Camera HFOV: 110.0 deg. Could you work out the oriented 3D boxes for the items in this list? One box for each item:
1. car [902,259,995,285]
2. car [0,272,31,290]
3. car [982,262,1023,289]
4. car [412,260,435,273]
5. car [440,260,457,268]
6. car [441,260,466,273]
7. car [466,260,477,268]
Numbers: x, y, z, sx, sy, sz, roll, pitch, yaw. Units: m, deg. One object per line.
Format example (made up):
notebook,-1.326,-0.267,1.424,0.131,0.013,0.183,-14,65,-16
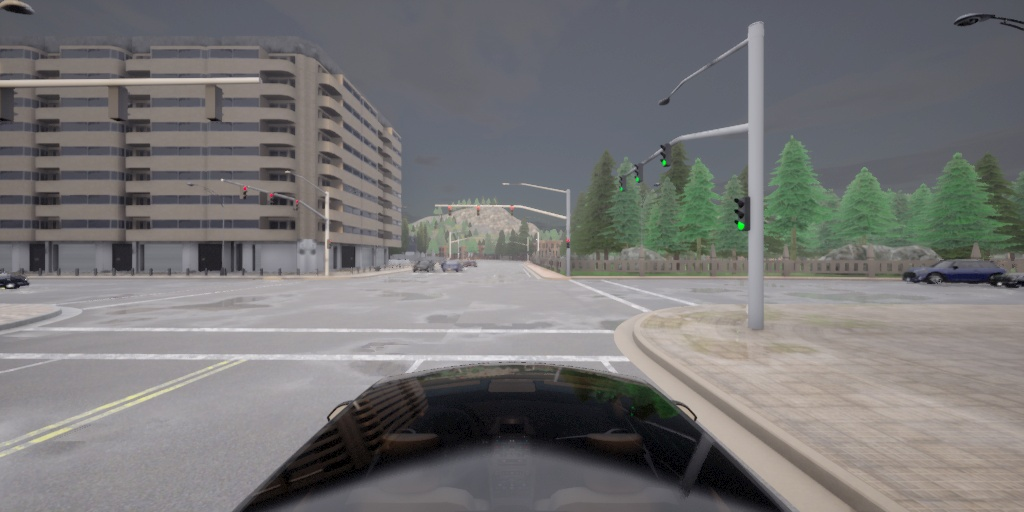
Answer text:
car,29.477,1.045,24.013,4.553,1.767,2.097,0,0,19
car,-30.065,1.240,19.623,5.357,1.411,2.033,0,0,0
car,30.984,1.240,19.981,5.357,1.411,2.033,0,0,22
car,-10.609,1.251,43.395,1.837,1.490,4.892,0,0,0
car,-10.597,1.346,59.986,1.895,1.301,4.718,0,0,0
car,-7.110,1.272,43.038,1.812,1.442,4.674,0,0,0
car,-7.094,1.309,61.020,1.994,1.385,4.181,0,0,0
